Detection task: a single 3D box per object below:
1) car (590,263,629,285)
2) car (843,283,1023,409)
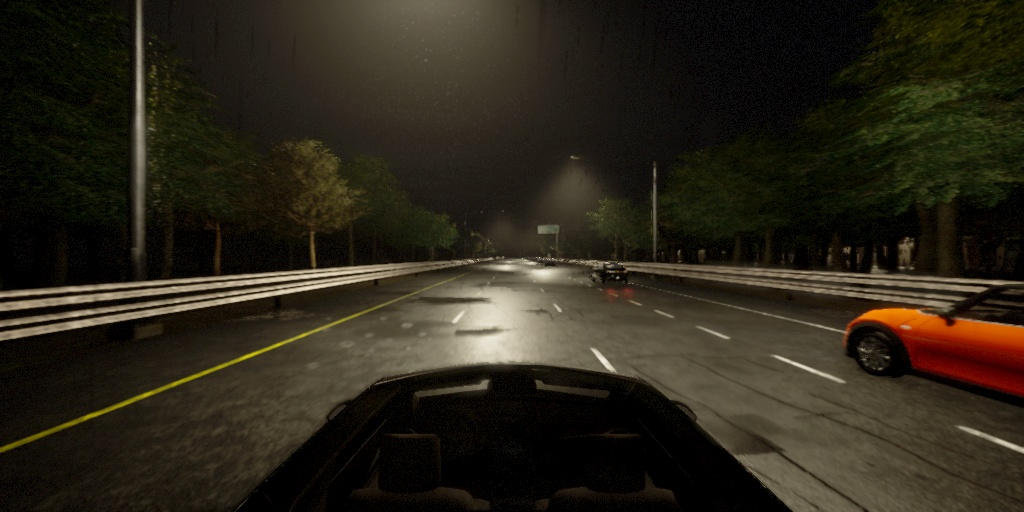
[{"bbox_3d":[7.025,1.252,26.207,2.128,1.511,4.902,0,0,0],"label":"car"},{"bbox_3d":[7.000,1.106,4.528,2.097,1.767,4.553,0,0,0],"label":"car"}]
